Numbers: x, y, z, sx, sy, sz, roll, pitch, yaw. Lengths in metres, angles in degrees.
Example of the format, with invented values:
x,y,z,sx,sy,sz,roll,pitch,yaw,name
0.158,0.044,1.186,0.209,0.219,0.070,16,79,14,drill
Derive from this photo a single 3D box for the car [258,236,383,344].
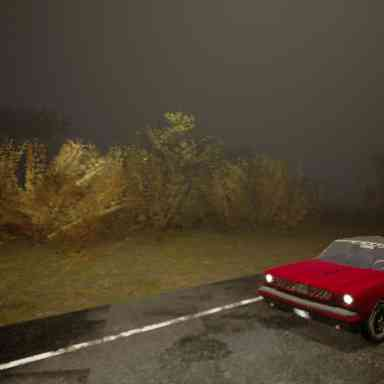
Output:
x,y,z,sx,sy,sz,roll,pitch,yaw,name
3.519,1.617,6.579,4.718,1.301,1.895,0,0,-36,car
